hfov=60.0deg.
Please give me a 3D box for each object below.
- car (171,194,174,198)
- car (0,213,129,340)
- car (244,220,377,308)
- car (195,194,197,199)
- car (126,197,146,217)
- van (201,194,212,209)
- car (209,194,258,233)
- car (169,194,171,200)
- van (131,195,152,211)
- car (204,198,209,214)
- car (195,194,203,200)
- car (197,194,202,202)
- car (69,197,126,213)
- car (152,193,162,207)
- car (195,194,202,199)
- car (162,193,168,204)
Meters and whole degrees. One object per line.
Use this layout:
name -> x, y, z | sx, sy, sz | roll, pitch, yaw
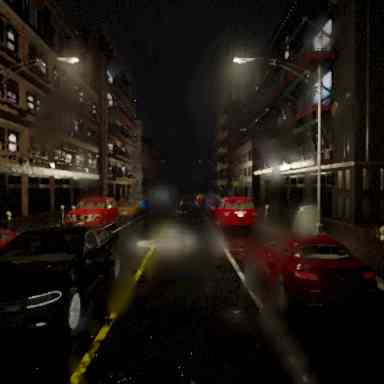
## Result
car -> -6.053, 1.222, 80.896 | 1.752, 1.417, 4.829 | -1, 0, -1
car -> -2.795, 1.456, 6.933 | 1.882, 1.535, 5.008 | 0, 0, 0
car -> 2.503, 1.546, 7.585 | 1.802, 1.307, 4.206 | -1, 0, -1
car -> 1.927, 1.161, 69.889 | 1.967, 1.590, 4.097 | -1, 0, -1
car -> -5.585, 1.419, 30.036 | 1.752, 1.417, 4.829 | -1, 0, -1
van -> 2.238, 1.194, 35.904 | 1.690, 1.788, 3.998 | -1, 0, -1
car -> 2.394, 1.235, 18.912 | 2.192, 1.841, 5.009 | -1, 0, -1
car -> -5.950, 1.305, 69.764 | 1.947, 1.339, 4.313 | -1, 0, -1
van -> -5.642, 1.212, 35.857 | 1.690, 1.788, 3.998 | -1, 0, -1
car -> 2.294, 1.457, 30.241 | 1.802, 1.307, 4.206 | -1, 0, -1
car -> 1.773, 1.237, 86.882 | 1.802, 1.307, 4.206 | -1, 0, -1
car -> 2.186, 1.146, 41.568 | 2.192, 1.841, 5.009 | -1, 0, -1
car -> -5.486, 1.253, 18.903 | 2.192, 1.841, 5.009 | -1, 0, -1
car -> -5.744, 1.267, 47.159 | 1.967, 1.590, 4.097 | -1, 0, -1
car -> 1.720, 1.177, 92.546 | 1.887, 1.381, 4.507 | -1, 0, -1
car -> -5.847, 1.334, 58.462 | 2.008, 1.369, 4.403 | -1, 0, -1
